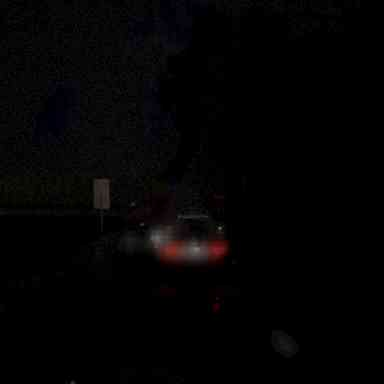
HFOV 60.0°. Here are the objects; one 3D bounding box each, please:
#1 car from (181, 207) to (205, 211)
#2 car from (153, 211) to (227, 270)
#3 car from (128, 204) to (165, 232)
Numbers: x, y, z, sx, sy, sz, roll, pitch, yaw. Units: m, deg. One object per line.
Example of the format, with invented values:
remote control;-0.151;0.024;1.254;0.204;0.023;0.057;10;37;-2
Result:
car;0.060;1.649;21.619;1.895;1.301;4.718;0;0;-1
car;0.103;1.583;11.161;2.033;1.411;5.357;0;0;0
car;-2.746;1.526;20.936;1.882;1.535;5.008;0;0;0
